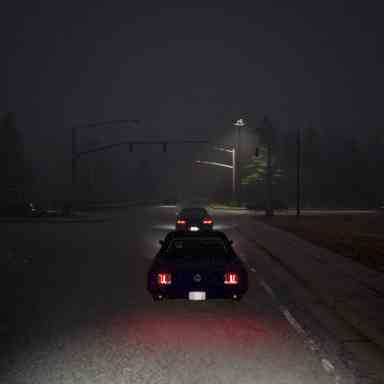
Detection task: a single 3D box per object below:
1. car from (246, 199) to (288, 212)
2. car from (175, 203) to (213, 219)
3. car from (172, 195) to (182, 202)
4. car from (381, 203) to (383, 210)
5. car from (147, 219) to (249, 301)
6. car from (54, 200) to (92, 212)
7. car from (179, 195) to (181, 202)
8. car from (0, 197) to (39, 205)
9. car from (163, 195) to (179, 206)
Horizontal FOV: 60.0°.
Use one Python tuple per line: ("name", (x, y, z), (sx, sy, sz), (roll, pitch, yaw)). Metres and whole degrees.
("car", (8.562, 1.523, 38.160), (4.674, 1.442, 1.812), (0, 0, 1))
("car", (0.108, 1.511, 17.318), (1.812, 1.442, 4.674), (0, 0, 0))
("car", (-3.387, 1.428, 74.080), (1.882, 1.535, 5.008), (0, 0, 1))
("car", (24.192, 1.482, 37.874), (4.902, 1.511, 2.128), (0, 0, 1))
("car", (0.103, 1.596, 8.263), (1.895, 1.301, 4.718), (0, 0, 0))
("car", (-13.791, 1.571, 38.575), (4.181, 1.385, 1.994), (0, 0, 1))
("car", (-3.521, 1.522, 63.775), (1.994, 1.385, 4.181), (0, 0, 1))
("car", (-18.326, 1.363, 34.959), (4.553, 1.767, 2.097), (0, 0, 1))
("car", (-3.568, 1.528, 54.507), (1.994, 1.385, 4.181), (0, 0, 0))
